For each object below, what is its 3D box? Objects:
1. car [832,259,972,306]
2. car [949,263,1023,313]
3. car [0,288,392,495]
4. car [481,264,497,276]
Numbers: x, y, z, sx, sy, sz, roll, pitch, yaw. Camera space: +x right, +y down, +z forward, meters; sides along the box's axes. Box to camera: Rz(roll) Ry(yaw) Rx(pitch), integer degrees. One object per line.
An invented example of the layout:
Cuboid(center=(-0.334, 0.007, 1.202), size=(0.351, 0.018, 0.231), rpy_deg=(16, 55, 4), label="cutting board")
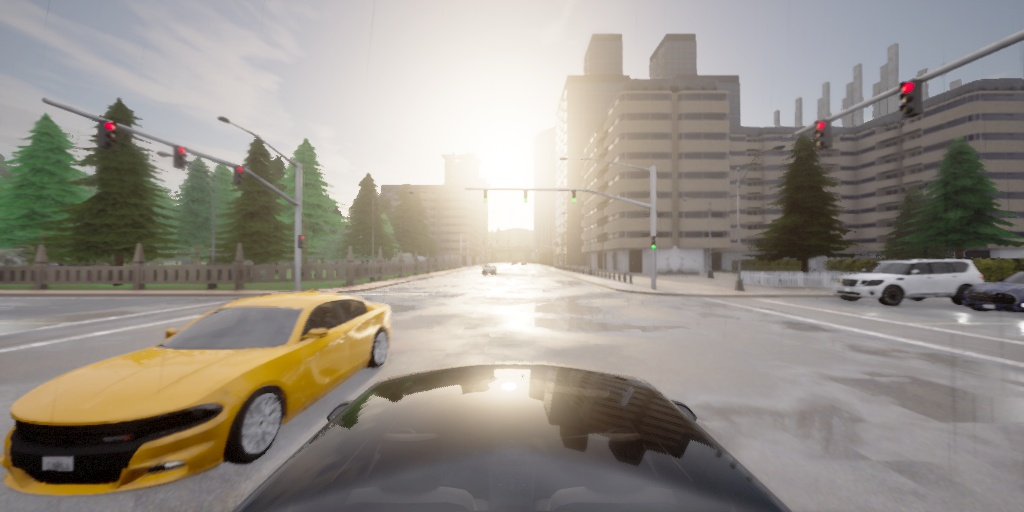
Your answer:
Cuboid(center=(18.183, 1.162, 16.583), size=(5.566, 2.045, 2.150), rpy_deg=(-1, -1, -1), label="car")
Cuboid(center=(19.588, 1.262, 13.047), size=(4.553, 1.767, 2.097), rpy_deg=(0, -1, 0), label="car")
Cuboid(center=(-3.369, 1.308, 5.198), size=(1.882, 1.535, 5.008), rpy_deg=(0, 0, 1), label="car")
Cuboid(center=(-2.913, 1.811, 46.869), size=(2.128, 1.511, 4.902), rpy_deg=(0, 0, 0), label="car")
